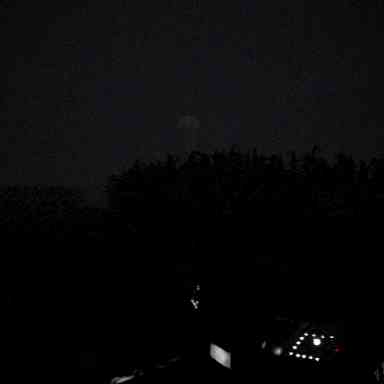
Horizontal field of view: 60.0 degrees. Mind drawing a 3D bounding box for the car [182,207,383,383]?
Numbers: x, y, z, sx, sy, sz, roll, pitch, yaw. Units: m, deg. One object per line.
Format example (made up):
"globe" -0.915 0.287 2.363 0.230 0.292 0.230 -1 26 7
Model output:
"car" 2.550 1.271 4.818 5.566 2.045 2.150 1 0 -35
